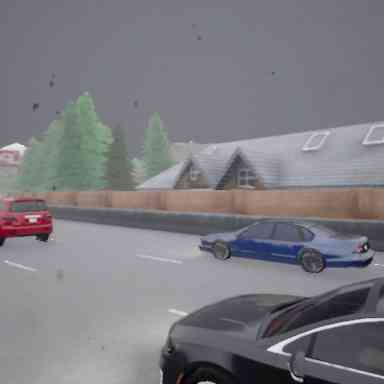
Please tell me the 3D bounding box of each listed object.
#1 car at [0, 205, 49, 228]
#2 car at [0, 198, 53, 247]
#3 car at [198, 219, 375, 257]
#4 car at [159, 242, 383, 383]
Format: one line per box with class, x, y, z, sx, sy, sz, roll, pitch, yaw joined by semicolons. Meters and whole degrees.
car;-12.237;1.697;23.990;1.895;1.301;4.718;0;0;-45
car;-8.660;1.285;15.731;5.566;2.045;2.150;0;0;42
car;2.805;1.586;10.719;5.357;1.411;2.033;0;0;37
car;1.906;1.514;2.726;4.892;1.490;1.837;0;0;36
